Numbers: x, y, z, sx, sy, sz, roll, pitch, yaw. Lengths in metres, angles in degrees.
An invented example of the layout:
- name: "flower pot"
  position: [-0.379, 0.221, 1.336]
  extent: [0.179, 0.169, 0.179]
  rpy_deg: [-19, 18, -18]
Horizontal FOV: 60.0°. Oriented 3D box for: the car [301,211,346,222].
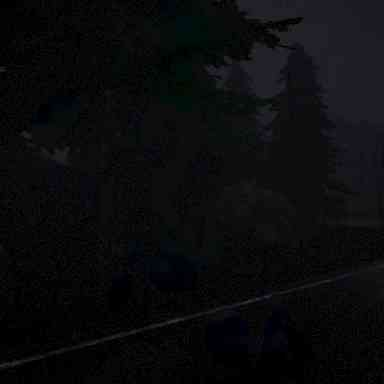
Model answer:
- name: "car"
  position: [9.980, 1.510, 26.716]
  extent: [1.812, 1.442, 4.674]
  rpy_deg: [0, 0, -35]
